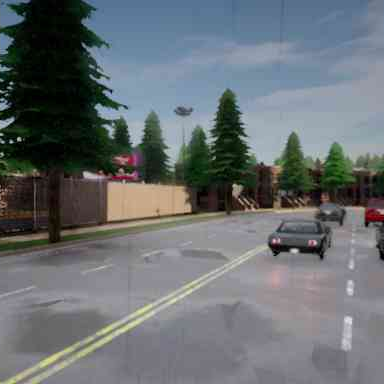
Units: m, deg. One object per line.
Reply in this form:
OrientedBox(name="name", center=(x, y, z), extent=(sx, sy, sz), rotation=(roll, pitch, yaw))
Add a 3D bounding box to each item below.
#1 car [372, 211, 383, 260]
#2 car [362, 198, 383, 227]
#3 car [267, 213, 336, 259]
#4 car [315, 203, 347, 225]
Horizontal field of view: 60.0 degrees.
OrientedBox(name="car", center=(7.921, 1.654, 12.384), extent=(1.812, 1.442, 4.674), rotation=(0, 0, 27))
OrientedBox(name="car", center=(13.967, 1.482, 24.645), extent=(2.150, 2.045, 5.566), rotation=(0, 0, 27))
OrientedBox(name="car", center=(4.488, 1.744, 13.351), extent=(1.895, 1.301, 4.718), rotation=(0, -1, 27))
OrientedBox(name="car", center=(11.253, 1.635, 26.934), extent=(2.097, 1.767, 4.553), rotation=(0, -1, 28))
